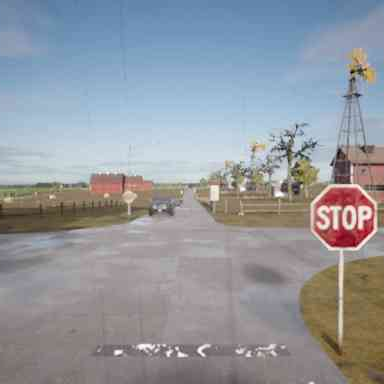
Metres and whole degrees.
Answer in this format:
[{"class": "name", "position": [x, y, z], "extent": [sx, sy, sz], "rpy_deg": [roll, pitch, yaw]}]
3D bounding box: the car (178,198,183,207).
[{"class": "car", "position": [-2.864, 1.759, 54.344], "extent": [2.033, 1.411, 5.357], "rpy_deg": [0, -1, 0]}]

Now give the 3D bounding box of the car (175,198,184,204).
[{"class": "car", "position": [-2.906, 2.070, 75.822], "extent": [1.895, 1.301, 4.718], "rpy_deg": [0, -1, 0]}]

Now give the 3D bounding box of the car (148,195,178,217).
[{"class": "car", "position": [-2.816, 1.272, 31.780], "extent": [2.150, 2.045, 5.566], "rpy_deg": [0, 0, 0]}]
